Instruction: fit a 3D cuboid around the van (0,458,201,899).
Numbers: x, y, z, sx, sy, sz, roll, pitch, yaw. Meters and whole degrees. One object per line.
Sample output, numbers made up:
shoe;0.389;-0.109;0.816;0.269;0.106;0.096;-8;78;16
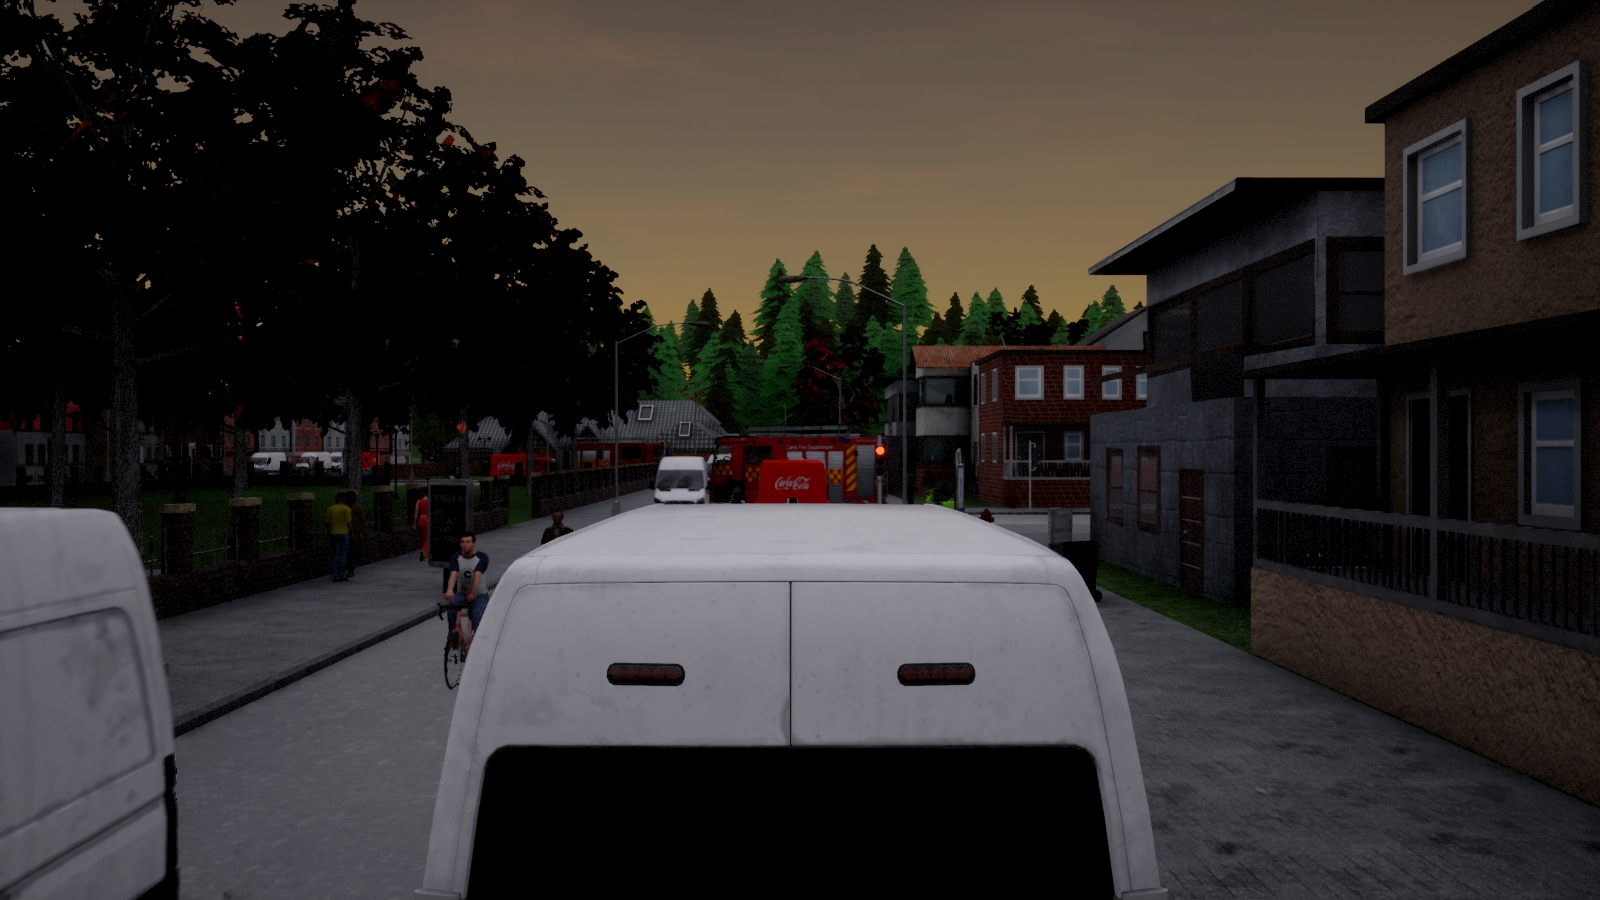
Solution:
van;-3.999;1.315;2.804;1.988;2.561;5.915;0;0;0

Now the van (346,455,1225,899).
van;-0.041;1.314;5.541;1.988;2.561;5.915;0;0;0

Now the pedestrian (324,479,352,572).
pedestrian;-9.348;1.526;23.135;0.375;1.860;0.375;0;0;12

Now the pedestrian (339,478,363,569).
pedestrian;-9.340;1.525;23.774;0.375;1.860;0.375;0;0;-7

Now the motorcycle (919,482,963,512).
motorcycle;5.880;1.962;47.718;1.805;1.236;0.856;0;0;5

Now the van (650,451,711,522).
van;-4.521;1.315;43.981;1.988;2.561;5.915;0;0;-3

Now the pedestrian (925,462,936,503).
pedestrian;6.108;1.517;53.403;0.375;1.860;0.375;0;0;-41

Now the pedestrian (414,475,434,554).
pedestrian;-8.948;1.525;27.180;0.375;1.860;0.375;0;0;-3

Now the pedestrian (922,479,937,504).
pedestrian;5.889;1.896;51.844;0.500;1.100;0.500;0;0;-22

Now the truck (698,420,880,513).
truck;-0.640;0.671;51.196;8.468;3.827;2.891;0;0;43

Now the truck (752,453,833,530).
truck;-0.258;1.348;39.562;2.627;2.467;5.204;0;0;0

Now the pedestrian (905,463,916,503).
pedestrian;5.085;1.516;52.590;0.375;1.860;0.375;0;0;-27
